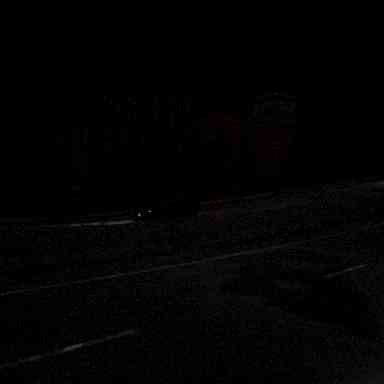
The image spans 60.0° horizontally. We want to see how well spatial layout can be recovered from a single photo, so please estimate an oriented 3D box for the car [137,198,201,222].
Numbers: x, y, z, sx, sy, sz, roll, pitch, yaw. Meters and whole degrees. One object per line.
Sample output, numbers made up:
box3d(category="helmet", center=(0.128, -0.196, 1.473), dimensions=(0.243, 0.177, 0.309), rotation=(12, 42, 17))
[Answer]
box3d(category="car", center=(-1.618, 1.201, 24.279), dimensions=(4.902, 1.511, 2.128), rotation=(-3, 2, -35))
